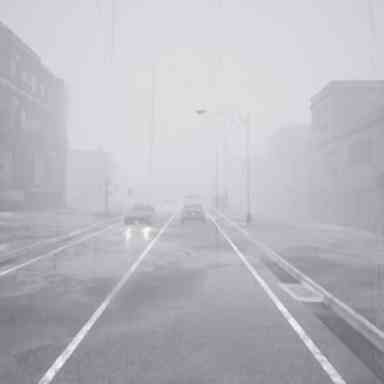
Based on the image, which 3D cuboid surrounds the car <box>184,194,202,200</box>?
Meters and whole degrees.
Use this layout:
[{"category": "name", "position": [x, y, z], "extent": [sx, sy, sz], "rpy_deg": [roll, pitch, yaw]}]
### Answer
[{"category": "car", "position": [0.074, 1.299, 44.159], "extent": [2.150, 2.045, 5.566], "rpy_deg": [0, -1, 0]}]

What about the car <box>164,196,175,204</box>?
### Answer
[{"category": "car", "position": [-4.360, 1.594, 65.066], "extent": [1.882, 1.535, 5.008], "rpy_deg": [1, 0, -9]}]

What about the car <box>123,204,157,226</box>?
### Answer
[{"category": "car", "position": [-3.602, 1.593, 24.169], "extent": [2.033, 1.411, 5.357], "rpy_deg": [0, 0, 0]}]

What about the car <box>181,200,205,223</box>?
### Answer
[{"category": "car", "position": [0.097, 1.596, 26.055], "extent": [2.033, 1.411, 5.357], "rpy_deg": [0, 0, 0]}]
